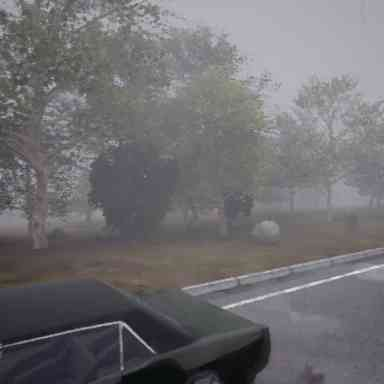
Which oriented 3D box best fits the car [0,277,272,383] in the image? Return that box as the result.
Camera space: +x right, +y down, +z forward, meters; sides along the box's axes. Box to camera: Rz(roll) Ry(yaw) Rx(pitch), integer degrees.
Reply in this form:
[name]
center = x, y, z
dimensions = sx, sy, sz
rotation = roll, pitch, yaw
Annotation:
[car]
center = -1.565, 1.601, 2.876
dimensions = 4.718, 1.301, 1.895
rotation = 0, 0, -35
